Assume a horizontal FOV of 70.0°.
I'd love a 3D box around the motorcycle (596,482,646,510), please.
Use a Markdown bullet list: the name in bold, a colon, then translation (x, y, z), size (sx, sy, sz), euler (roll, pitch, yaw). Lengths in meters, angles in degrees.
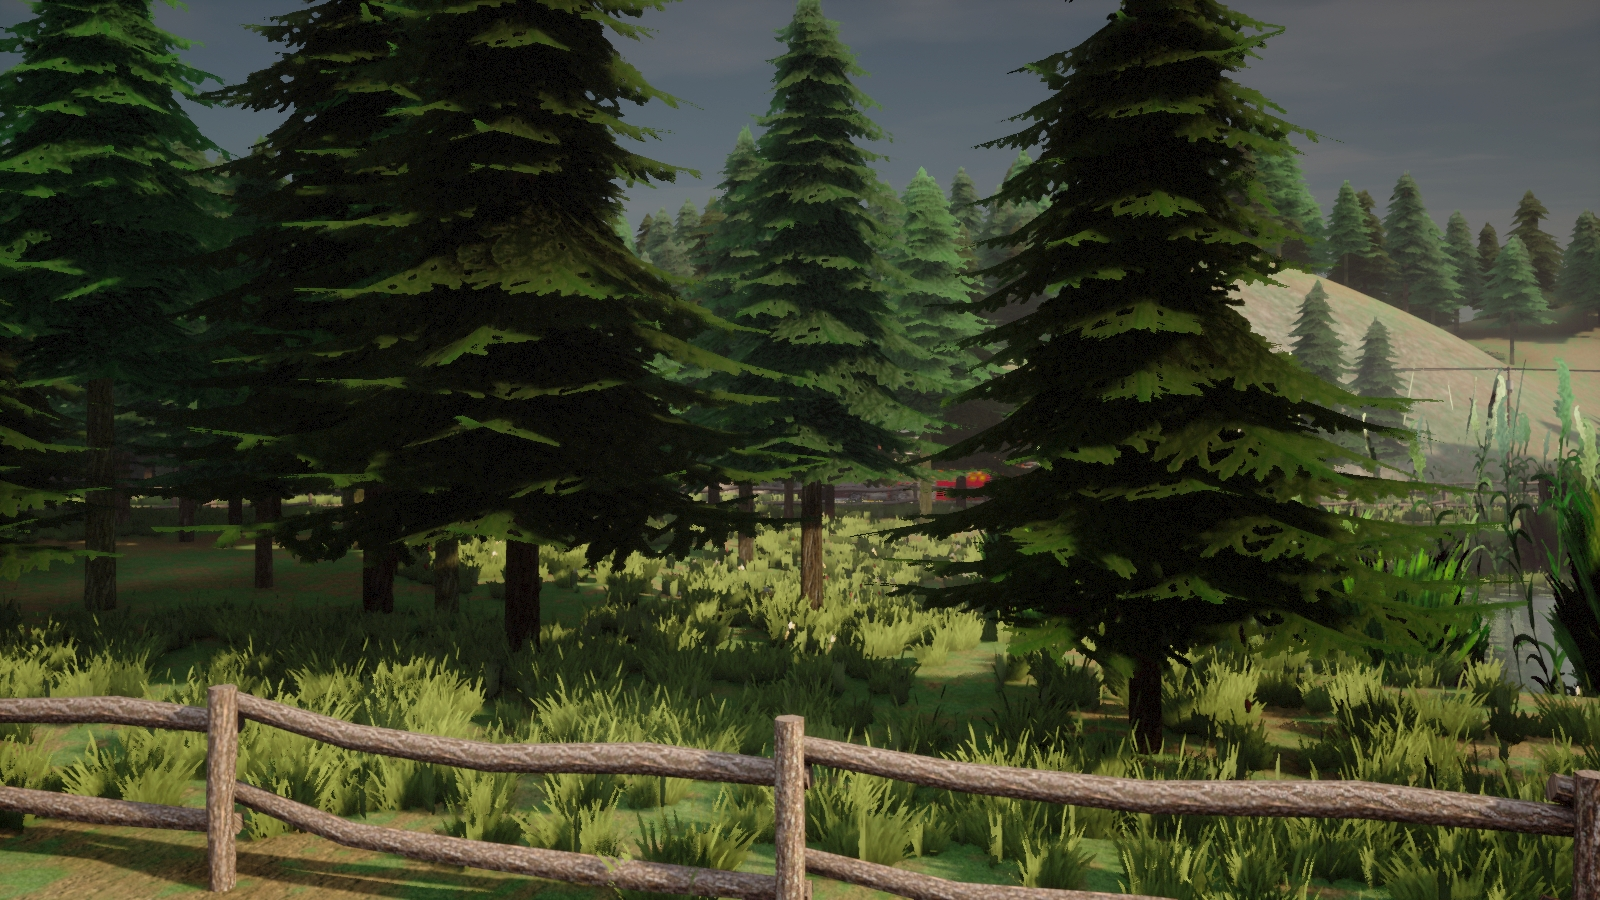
- **motorcycle**: translation (-8.474, 2.178, 54.102), size (2.209, 1.251, 0.867), euler (0, 0, 14)
